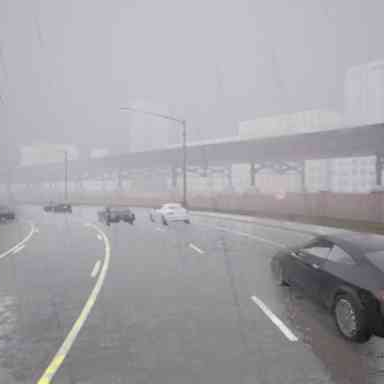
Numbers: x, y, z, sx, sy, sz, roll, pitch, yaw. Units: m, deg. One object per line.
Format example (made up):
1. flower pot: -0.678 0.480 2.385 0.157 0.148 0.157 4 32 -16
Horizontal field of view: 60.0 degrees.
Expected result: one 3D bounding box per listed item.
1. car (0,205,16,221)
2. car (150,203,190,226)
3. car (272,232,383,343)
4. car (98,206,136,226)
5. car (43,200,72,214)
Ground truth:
1. car: -17.121 1.850 29.604 2.033 1.411 5.357 -1 0 -37
2. car: -1.635 1.527 23.729 1.812 1.442 4.674 -1 0 -23
3. car: 3.045 1.488 6.313 1.812 1.442 4.674 -1 0 -6
4. car: -5.621 1.673 24.221 1.895 1.301 4.718 -1 0 -25
5. car: -15.804 1.741 39.034 2.163 1.488 4.792 -2 0 -43
